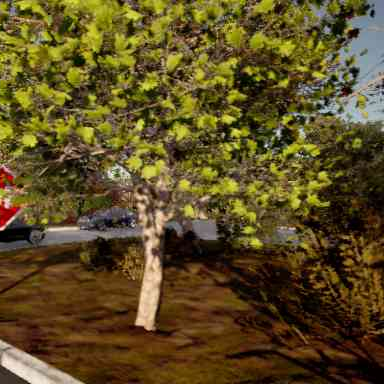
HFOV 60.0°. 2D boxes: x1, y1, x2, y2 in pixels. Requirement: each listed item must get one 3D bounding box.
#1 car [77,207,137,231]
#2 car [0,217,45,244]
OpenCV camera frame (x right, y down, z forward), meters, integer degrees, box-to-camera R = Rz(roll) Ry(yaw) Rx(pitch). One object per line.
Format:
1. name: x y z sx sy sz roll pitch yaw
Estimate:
1. car: -6.271 1.928 24.905 2.097 1.767 4.553 -2 -3 35
2. car: -8.734 1.675 14.702 2.128 1.511 4.902 -1 -2 20
